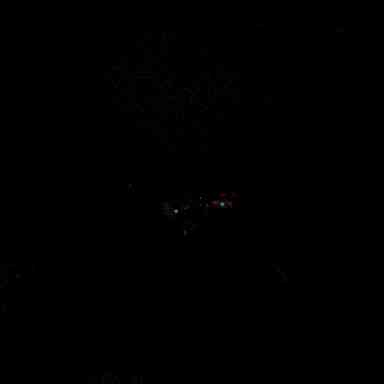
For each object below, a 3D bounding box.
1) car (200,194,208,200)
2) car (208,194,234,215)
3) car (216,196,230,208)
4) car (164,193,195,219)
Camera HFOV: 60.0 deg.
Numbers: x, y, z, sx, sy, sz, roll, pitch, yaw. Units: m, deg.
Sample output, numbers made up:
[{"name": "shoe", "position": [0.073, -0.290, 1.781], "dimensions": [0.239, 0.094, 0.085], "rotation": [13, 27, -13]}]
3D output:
[{"name": "car", "position": [2.556, 1.114, 65.654], "dimensions": [1.837, 1.490, 4.892], "rotation": [1, 0, 5]}, {"name": "car", "position": [3.211, 1.231, 34.745], "dimensions": [2.150, 2.045, 5.566], "rotation": [1, 0, 6]}, {"name": "car", "position": [4.542, 1.486, 49.008], "dimensions": [1.882, 1.535, 5.008], "rotation": [1, 0, 6]}, {"name": "car", "position": [-0.984, 1.147, 28.915], "dimensions": [2.150, 2.045, 5.566], "rotation": [1, 0, 6]}]
